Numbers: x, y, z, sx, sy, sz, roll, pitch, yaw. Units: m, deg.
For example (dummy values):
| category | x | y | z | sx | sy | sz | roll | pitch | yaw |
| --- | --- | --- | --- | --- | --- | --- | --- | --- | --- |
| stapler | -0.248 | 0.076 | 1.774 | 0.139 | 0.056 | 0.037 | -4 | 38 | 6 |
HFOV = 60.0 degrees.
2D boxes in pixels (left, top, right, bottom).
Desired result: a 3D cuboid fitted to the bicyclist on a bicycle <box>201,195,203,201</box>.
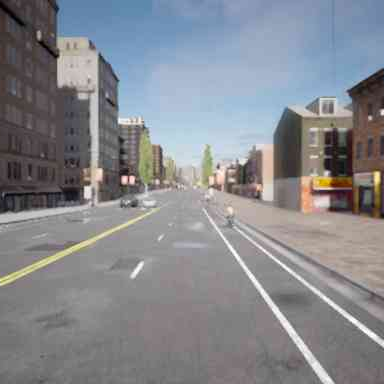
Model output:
| category | x | y | z | sx | sy | sz | roll | pitch | yaw |
| --- | --- | --- | --- | --- | --- | --- | --- | --- | --- |
| bicyclist on a bicycle | 2.623 | 1.462 | 80.026 | 0.866 | 1.612 | 1.509 | -4 | 0 | 5 |

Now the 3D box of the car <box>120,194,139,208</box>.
| category | x | y | z | sx | sy | sz | roll | pitch | yaw |
| --- | --- | --- | --- | --- | --- | --- | --- | --- | --- |
| car | -9.735 | 1.413 | 52.043 | 2.150 | 2.045 | 5.566 | 0 | 0 | 0 |

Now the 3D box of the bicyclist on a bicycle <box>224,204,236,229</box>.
| category | x | y | z | sx | sy | sz | roll | pitch | yaw |
| --- | --- | --- | --- | --- | --- | --- | --- | --- | --- |
| bicyclist on a bicycle | 2.526 | 1.580 | 21.919 | 0.866 | 1.612 | 1.509 | -4 | 0 | 5 |

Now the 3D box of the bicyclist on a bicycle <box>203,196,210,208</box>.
| category | x | y | z | sx | sy | sz | roll | pitch | yaw |
| --- | --- | --- | --- | --- | --- | --- | --- | --- | --- |
| bicyclist on a bicycle | 2.292 | 1.542 | 49.117 | 0.659 | 1.776 | 1.843 | 0 | 0 | 1 |

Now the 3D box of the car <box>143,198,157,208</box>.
| category | x | y | z | sx | sy | sz | roll | pitch | yaw |
| --- | --- | --- | --- | --- | --- | --- | --- | --- | --- |
| car | -6.485 | 1.706 | 52.042 | 1.812 | 1.442 | 4.674 | 0 | 0 | 0 |
